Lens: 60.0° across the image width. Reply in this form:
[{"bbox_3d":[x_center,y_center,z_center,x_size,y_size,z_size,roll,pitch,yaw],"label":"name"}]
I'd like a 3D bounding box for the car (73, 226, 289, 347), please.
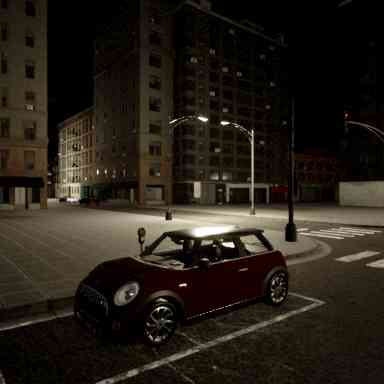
[{"bbox_3d":[-0.052,1.440,6.265,4.097,1.590,1.967,0,0,-38],"label":"car"}]

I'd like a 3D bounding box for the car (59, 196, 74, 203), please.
[{"bbox_3d":[-22.165,1.275,59.248,1.895,1.301,4.718,0,0,-39],"label":"car"}]

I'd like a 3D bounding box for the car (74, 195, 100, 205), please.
[{"bbox_3d":[-15.842,1.221,51.149,2.128,1.511,4.902,0,0,-38],"label":"car"}]
